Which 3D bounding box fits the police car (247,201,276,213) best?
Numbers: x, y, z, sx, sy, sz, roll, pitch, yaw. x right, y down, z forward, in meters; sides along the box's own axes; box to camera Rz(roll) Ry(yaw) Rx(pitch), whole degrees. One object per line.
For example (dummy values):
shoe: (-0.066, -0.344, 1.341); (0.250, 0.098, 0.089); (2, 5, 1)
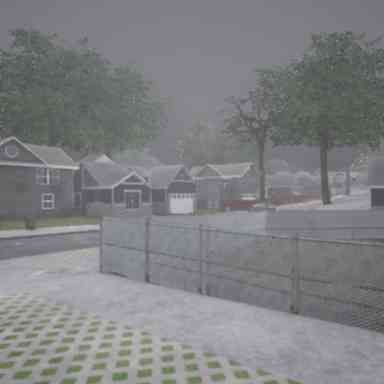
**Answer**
police car: (8.053, 1.905, 38.700); (1.930, 1.638, 5.238); (-1, 0, 36)
